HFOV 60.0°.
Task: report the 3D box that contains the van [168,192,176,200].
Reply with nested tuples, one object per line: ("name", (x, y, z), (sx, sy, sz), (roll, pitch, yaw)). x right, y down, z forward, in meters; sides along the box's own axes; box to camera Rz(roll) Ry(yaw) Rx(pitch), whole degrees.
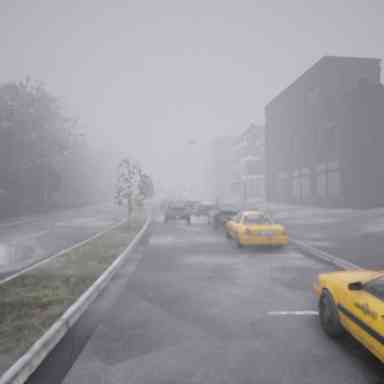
("van", (-5.289, 1.137, 86.438), (1.878, 1.987, 4.442), (0, 0, -7))

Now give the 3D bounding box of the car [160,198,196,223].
("car", (-1.191, 1.515, 25.448), (2.128, 1.511, 4.902), (0, 0, -5))

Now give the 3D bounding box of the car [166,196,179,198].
("car", (-3.102, 1.577, 42.828), (1.994, 1.385, 4.181), (0, 0, -7))

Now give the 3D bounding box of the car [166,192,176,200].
("car", (-5.932, 1.082, 91.857), (2.435, 2.045, 5.566), (0, 0, -7))

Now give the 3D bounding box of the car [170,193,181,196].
("car", (-2.669, 1.486, 64.321), (2.163, 1.488, 4.792), (0, 0, -7))

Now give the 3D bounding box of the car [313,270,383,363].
("car", (3.038, 1.481, 3.747), (1.946, 1.575, 5.366), (0, 0, 0))

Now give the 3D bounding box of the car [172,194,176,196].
("car", (-2.012, 1.511, 58.781), (2.002, 1.452, 4.674), (0, 0, -7))

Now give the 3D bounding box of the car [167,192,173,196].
("car", (-3.320, 1.186, 69.826), (2.435, 2.045, 5.566), (0, 0, -7))

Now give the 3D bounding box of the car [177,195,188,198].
("car", (-0.707, 1.535, 47.765), (2.002, 1.452, 4.674), (0, 0, -7))

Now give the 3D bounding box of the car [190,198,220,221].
("car", (1.239, 1.510, 31.336), (2.097, 1.535, 5.008), (0, 0, -6))

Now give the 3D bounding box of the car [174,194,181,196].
("car", (-1.364, 1.514, 53.303), (2.163, 1.488, 4.792), (0, 0, -7))

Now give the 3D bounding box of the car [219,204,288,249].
("car", (2.641, 1.496, 14.758), (1.946, 1.575, 5.366), (0, 0, -3))
